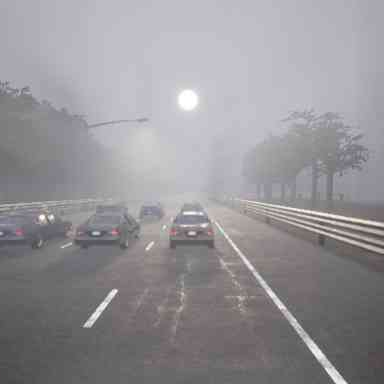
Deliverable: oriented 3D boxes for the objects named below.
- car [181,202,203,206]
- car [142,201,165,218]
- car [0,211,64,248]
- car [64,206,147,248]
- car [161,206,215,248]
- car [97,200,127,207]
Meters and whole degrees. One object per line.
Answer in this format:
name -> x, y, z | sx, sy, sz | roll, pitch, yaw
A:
car -> 0.001, 1.561, 29.651 | 1.994, 1.385, 4.181 | 0, 0, 0
car -> -3.499, 1.521, 29.651 | 1.812, 1.442, 4.674 | 0, 0, 0
car -> -6.999, 1.559, 14.650 | 2.033, 1.411, 5.357 | 0, 0, 0
car -> -3.499, 1.559, 14.650 | 2.033, 1.411, 5.357 | 0, 0, 0
car -> 0.001, 1.559, 14.650 | 2.033, 1.411, 5.357 | 0, 0, 0
car -> -6.999, 1.473, 29.650 | 1.882, 1.535, 5.008 | 0, 0, 0
